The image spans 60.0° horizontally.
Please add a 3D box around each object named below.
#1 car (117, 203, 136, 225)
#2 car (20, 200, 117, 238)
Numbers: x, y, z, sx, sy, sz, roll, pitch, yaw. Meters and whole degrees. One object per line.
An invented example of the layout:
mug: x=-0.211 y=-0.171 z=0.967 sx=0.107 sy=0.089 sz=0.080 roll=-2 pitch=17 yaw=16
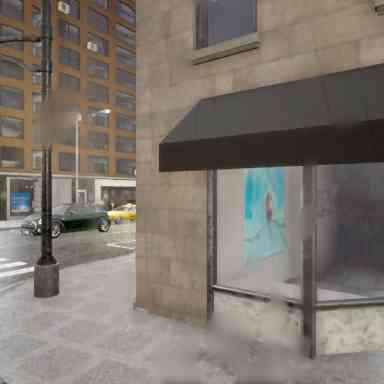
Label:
car: x=-4.829 y=1.548 z=24.650 sx=1.752 sy=1.417 sz=4.829 roll=0 pitch=0 yaw=36
car: x=-6.634 y=1.366 z=17.825 sx=2.097 sy=1.767 sz=4.553 roll=0 pitch=0 yaw=36
